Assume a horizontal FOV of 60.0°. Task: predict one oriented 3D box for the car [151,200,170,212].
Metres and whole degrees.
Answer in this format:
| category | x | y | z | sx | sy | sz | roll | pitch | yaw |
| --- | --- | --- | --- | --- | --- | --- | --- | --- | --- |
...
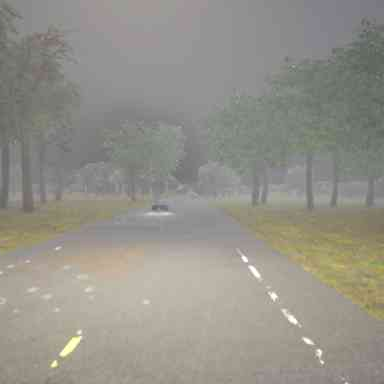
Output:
| category | x | y | z | sx | sy | sz | roll | pitch | yaw |
| --- | --- | --- | --- | --- | --- | --- | --- | --- | --- |
| car | -3.593 | 1.542 | 38.578 | 1.895 | 1.301 | 4.718 | 0 | 0 | 0 |
